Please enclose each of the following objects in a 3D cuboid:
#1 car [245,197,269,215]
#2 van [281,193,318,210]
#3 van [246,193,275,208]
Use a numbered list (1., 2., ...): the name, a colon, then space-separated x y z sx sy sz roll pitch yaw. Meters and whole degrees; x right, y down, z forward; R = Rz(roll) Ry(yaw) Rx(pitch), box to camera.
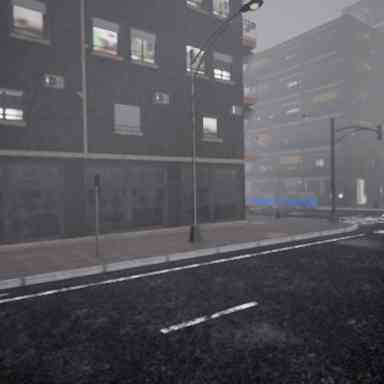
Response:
1. car: 4.641 1.406 30.641 1.802 1.307 4.206 -3 1 -36
2. van: 11.383 0.954 35.542 1.690 1.788 3.998 -3 1 -36
3. van: 8.077 1.028 40.064 1.690 1.788 3.998 -3 1 -36
